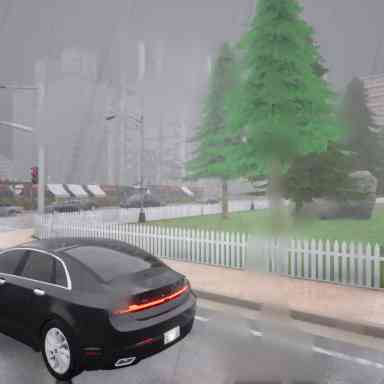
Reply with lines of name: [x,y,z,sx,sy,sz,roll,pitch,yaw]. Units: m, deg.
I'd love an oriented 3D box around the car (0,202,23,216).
car: [-18.050,1.601,30.077,1.895,1.301,4.718,0,0,36]

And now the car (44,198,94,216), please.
car: [-12.355,1.491,32.161,2.128,1.511,4.902,0,0,34]

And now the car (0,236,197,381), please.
car: [-2.211,1.505,5.505,4.892,1.490,1.837,0,0,36]

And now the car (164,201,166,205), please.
car: [-6.000,1.547,47.888,2.033,1.411,5.357,0,0,34]

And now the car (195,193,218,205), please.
car: [2.405,1.351,54.047,2.097,1.767,4.553,0,0,34]

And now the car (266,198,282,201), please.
car: [14.919,1.564,59.852,1.994,1.385,4.181,0,0,34]

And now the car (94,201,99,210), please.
car: [-12.911,1.478,37.608,1.882,1.535,5.008,0,0,34]

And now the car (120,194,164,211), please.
car: [-6.355,1.224,41.086,2.150,2.045,5.566,0,0,34]
